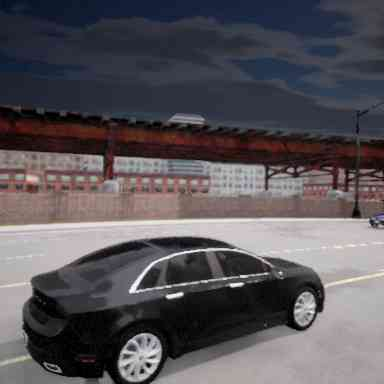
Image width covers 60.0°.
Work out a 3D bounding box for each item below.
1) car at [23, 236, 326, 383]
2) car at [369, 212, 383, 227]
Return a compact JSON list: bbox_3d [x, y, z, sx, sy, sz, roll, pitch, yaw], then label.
[{"bbox_3d":[0.096,1.463,5.237,4.892,1.490,1.837,0,0,-34],"label":"car"},{"bbox_3d":[14.827,1.872,23.635,4.674,1.442,1.812,2,-1,-22],"label":"car"}]
